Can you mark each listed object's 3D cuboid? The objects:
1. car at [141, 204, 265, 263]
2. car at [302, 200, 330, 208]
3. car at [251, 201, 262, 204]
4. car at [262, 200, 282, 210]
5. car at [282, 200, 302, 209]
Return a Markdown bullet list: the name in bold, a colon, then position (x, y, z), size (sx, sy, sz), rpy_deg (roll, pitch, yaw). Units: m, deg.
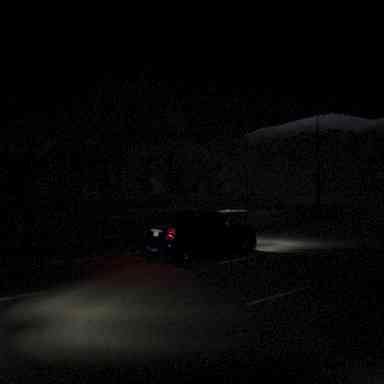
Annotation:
- **car**: position (0.416, 1.488, 12.835), size (4.553, 1.767, 2.097), rpy_deg (0, -1, -38)
- **car**: position (16.638, 1.851, 43.749), size (1.882, 1.535, 5.008), rpy_deg (-1, -1, 39)
- **car**: position (10.238, 2.101, 52.456), size (1.895, 1.301, 4.718), rpy_deg (-1, -1, 39)
- **car**: position (13.083, 1.955, 50.470), size (2.128, 1.511, 4.902), rpy_deg (-1, -1, 39)
- **car**: position (14.972, 1.945, 47.232), size (1.812, 1.442, 4.674), rpy_deg (-1, -1, 39)
